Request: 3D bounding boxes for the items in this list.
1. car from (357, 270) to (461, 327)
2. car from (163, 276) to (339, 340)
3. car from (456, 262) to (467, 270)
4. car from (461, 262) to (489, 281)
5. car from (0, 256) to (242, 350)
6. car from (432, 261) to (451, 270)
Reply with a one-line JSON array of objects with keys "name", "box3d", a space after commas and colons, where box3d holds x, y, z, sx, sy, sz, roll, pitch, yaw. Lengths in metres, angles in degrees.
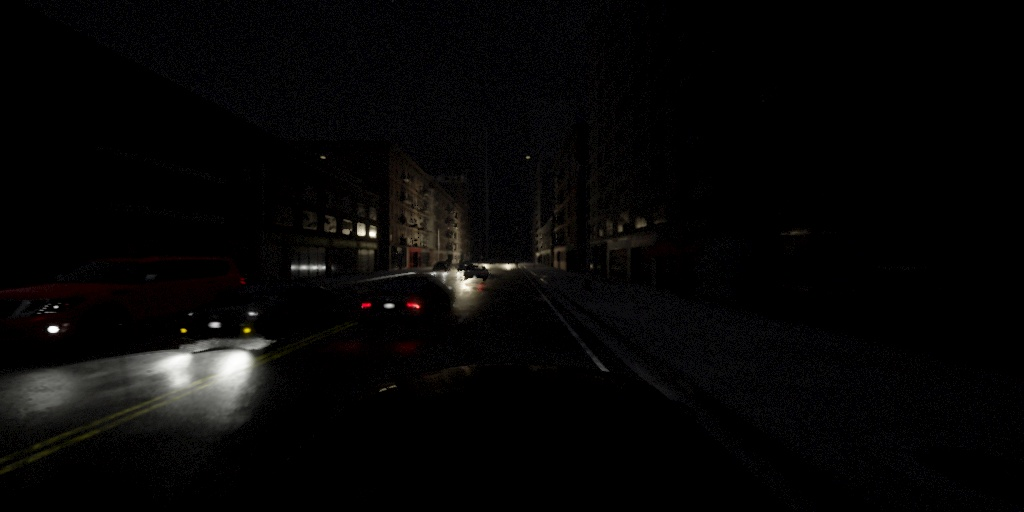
[{"name": "car", "box3d": [-3.146, 1.341, 11.695, 2.033, 1.411, 5.357, 0, 0, 0]}, {"name": "car", "box3d": [-6.599, 1.349, 9.950, 1.994, 1.385, 4.181, 0, 0, 0]}, {"name": "car", "box3d": [-6.567, 1.534, 50.559, 1.812, 1.442, 4.674, 0, 0, 0]}, {"name": "car", "box3d": [-3.145, 1.504, 32.422, 1.895, 1.301, 4.718, 0, 0, 0]}, {"name": "car", "box3d": [-9.850, 1.005, 9.513, 2.150, 2.045, 5.566, 0, 0, 0]}, {"name": "car", "box3d": [-9.816, 1.510, 50.133, 1.837, 1.490, 4.892, 0, 0, 0]}]
